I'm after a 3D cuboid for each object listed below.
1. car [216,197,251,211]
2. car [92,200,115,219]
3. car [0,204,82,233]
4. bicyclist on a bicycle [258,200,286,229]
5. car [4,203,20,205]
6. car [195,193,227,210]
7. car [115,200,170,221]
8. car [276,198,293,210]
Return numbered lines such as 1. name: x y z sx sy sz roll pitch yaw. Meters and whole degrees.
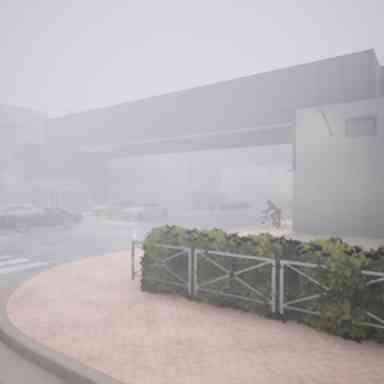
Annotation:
1. car: 5.221 1.569 39.636 1.895 1.301 4.718 0 0 36
2. car: -6.452 1.440 29.285 1.882 1.535 5.008 0 0 35
3. car: -9.009 1.569 19.649 1.895 1.301 4.718 0 0 35
4. bicyclist on a bicycle: 4.508 1.291 18.842 1.656 1.620 0.582 0 0 35
5. car: -11.895 1.488 21.702 1.812 1.442 4.674 0 0 37
6. car: 2.606 1.186 41.997 2.150 2.045 5.566 0 0 36
7. car: -3.706 1.494 27.107 1.812 1.442 4.674 0 0 36
8. car: 12.580 1.500 43.702 1.812 1.442 4.674 0 0 36
